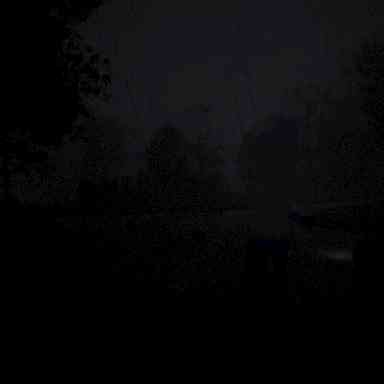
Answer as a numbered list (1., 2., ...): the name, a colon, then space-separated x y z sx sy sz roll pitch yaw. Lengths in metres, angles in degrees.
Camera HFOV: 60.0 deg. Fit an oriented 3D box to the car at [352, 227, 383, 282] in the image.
1. car: 4.999 1.381 7.303 1.812 1.442 4.674 -1 1 14
